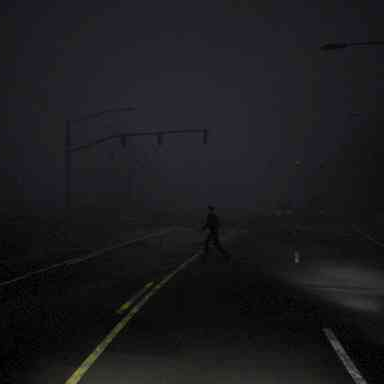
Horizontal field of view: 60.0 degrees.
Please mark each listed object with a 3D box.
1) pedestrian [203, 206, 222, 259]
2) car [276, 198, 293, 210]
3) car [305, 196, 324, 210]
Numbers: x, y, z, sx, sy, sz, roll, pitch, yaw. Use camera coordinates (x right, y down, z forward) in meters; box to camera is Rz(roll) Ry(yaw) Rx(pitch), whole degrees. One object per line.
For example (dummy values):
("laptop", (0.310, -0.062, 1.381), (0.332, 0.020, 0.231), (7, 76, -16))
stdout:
("pedestrian", (0.666, 1.294, 10.795), (0.375, 1.860, 0.375), (0, 0, 15))
("car", (11.766, 1.442, 42.160), (2.128, 1.511, 4.902), (0, 0, 18))
("car", (15.184, 1.303, 41.383), (2.097, 1.767, 4.553), (0, 0, 18))
